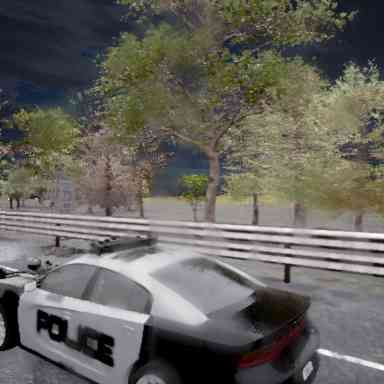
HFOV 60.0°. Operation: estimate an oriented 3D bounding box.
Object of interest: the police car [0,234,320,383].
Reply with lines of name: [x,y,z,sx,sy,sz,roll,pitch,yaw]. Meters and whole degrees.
police car: [-1.031,1.448,4.609,5.238,1.638,1.930,0,0,36]
